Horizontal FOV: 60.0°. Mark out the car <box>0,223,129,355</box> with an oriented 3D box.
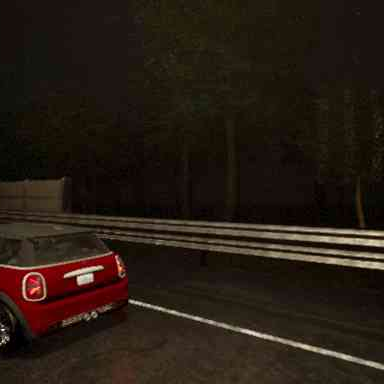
[{"bbox_3d":[-3.388,1.391,6.410,4.553,1.767,2.097,-1,0,35],"label":"car"}]
